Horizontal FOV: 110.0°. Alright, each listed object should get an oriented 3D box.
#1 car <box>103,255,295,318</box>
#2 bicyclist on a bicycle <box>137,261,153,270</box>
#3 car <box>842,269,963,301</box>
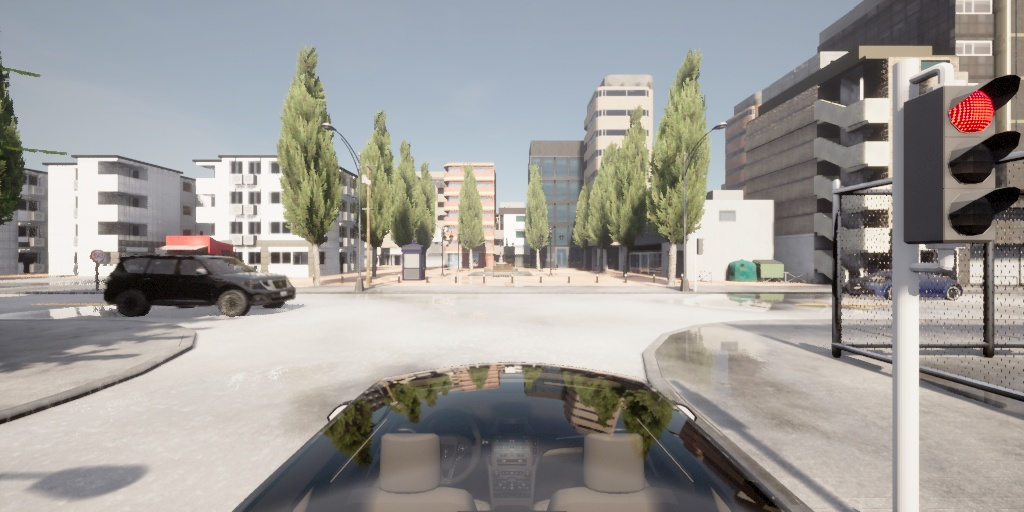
[{"bbox_3d":[-10.808,0.971,12.628,5.566,2.045,2.150,0,0,0],"label":"car"},{"bbox_3d":[-21.561,1.099,21.015,0.582,1.620,1.656,0,0,0],"label":"bicyclist on a bicycle"},{"bbox_3d":[18.210,1.314,16.853,4.181,1.385,1.994,0,0,0],"label":"car"}]
